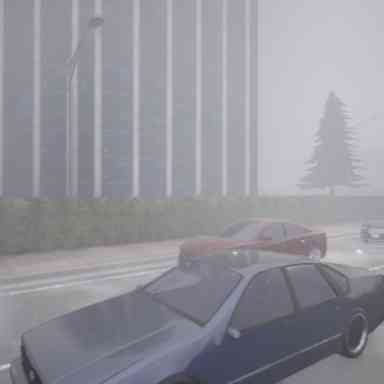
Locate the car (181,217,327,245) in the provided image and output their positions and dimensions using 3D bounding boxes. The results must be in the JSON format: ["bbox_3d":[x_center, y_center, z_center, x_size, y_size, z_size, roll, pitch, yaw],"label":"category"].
[{"bbox_3d":[1.921,1.519,9.708,5.008,1.535,1.882,0,0,-36],"label":"car"}]

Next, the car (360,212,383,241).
[{"bbox_3d":[9.630,1.570,15.267,4.902,1.511,2.128,0,0,-36],"label":"car"}]

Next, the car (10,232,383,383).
[{"bbox_3d":[0.665,1.566,4.481,5.357,1.411,2.033,0,0,-36],"label":"car"}]
